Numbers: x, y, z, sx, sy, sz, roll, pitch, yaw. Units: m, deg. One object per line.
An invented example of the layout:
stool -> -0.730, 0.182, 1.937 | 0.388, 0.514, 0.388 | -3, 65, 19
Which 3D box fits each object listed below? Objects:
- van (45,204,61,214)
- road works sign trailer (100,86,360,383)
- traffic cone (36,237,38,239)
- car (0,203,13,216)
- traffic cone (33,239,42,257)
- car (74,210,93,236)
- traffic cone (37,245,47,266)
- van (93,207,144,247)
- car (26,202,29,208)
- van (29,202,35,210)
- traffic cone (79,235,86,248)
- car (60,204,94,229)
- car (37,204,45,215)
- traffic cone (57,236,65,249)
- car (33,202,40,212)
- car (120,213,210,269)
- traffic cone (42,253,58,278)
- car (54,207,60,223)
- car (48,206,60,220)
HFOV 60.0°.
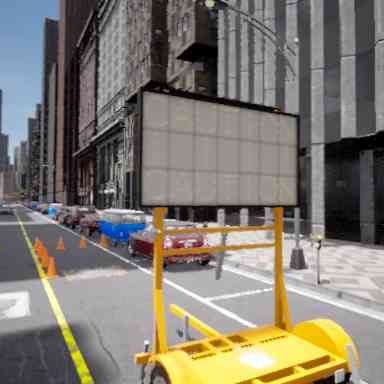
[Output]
van -> -17.248, 2.406, 42.276 | 1.690, 1.788, 3.998 | 2, -2, -29
road works sign trailer -> 0.339, 0.598, 4.365 | 2.380, 3.560, 2.880 | 1, -2, -28
traffic cone -> -7.025, 2.334, 15.096 | 0.340, 0.580, 0.340 | 1, -2, -29
car -> -26.491, 2.695, 47.166 | 1.994, 1.385, 4.181 | 1, -2, -29
traffic cone -> -6.067, 2.292, 13.341 | 0.340, 0.580, 0.340 | 1, -2, -29
car -> -6.448, 2.137, 22.485 | 1.887, 1.381, 4.507 | 2, -2, -29
traffic cone -> -5.109, 2.250, 11.586 | 0.340, 0.580, 0.340 | 1, -2, -29
van -> -3.745, 1.815, 17.545 | 1.690, 1.788, 3.998 | 2, -2, -29
car -> -38.853, 3.339, 81.847 | 2.192, 1.841, 5.009 | 2, -2, -29
van -> -36.153, 3.243, 76.900 | 1.690, 1.788, 3.998 | 2, -2, -29
traffic cone -> -5.270, 2.375, 16.054 | 0.340, 0.580, 0.340 | 1, -2, -29
car -> -9.146, 2.025, 27.439 | 2.192, 1.841, 5.009 | 2, -2, -29
car -> -22.651, 2.868, 52.162 | 1.947, 1.339, 4.313 | 2, -2, -29
traffic cone -> -6.147, 2.355, 15.575 | 0.340, 0.580, 0.340 | 1, -2, -29
car -> -28.052, 3.085, 62.055 | 1.887, 1.381, 4.507 | 2, -2, -29
car -> -1.045, 1.796, 12.595 | 1.967, 1.590, 4.097 | 2, -2, -29
traffic cone -> -4.151, 2.208, 9.831 | 0.340, 0.580, 0.340 | 1, -2, -29
car -> -11.849, 2.394, 32.377 | 1.947, 1.339, 4.313 | 2, -2, -29
car -> -14.550, 2.513, 37.323 | 1.947, 1.339, 4.313 | 2, -2, -29
